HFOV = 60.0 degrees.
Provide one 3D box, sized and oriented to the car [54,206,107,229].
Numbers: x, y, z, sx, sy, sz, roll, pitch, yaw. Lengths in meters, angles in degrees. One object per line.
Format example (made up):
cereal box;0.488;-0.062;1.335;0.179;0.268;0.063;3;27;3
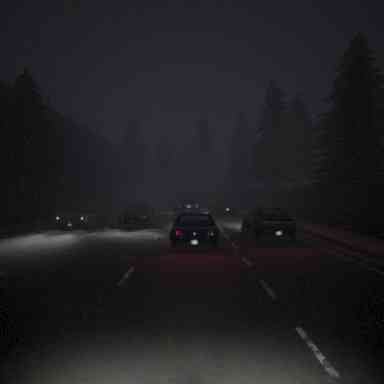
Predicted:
car;-7.000;1.589;21.355;1.895;1.301;4.718;0;0;1

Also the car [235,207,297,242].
car;3.604;1.483;16.196;2.128;1.511;4.902;0;0;0

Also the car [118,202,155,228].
car;-3.586;1.466;22.276;1.882;1.535;5.008;0;0;0

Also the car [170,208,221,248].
car;0.103;1.593;14.769;1.895;1.301;4.718;0;0;0

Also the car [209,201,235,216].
car;2.906;1.548;32.323;1.994;1.385;4.181;0;0;-9

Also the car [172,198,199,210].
car;-0.666;1.336;31.546;2.097;1.767;4.553;0;0;-9
